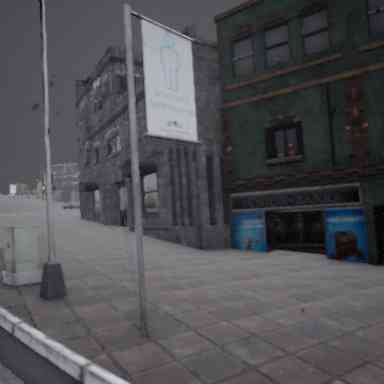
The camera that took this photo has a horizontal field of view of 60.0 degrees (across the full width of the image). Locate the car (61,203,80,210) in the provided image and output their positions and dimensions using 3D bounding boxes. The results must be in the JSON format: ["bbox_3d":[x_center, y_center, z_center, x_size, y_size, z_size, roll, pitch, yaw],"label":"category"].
[{"bbox_3d":[-24.784,3.010,67.900,1.895,1.301,4.718,-4,-2,8],"label":"car"}]
